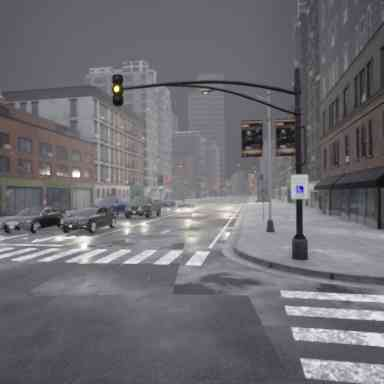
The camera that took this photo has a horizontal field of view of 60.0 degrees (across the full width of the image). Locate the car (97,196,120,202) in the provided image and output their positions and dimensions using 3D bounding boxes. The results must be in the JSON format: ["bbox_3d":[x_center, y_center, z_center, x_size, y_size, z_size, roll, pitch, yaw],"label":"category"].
[{"bbox_3d":[-7.650,1.426,31.956,2.150,2.045,5.566,-1,0,10],"label":"car"}]

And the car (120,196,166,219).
[{"bbox_3d":[-4.474,1.379,31.256,2.150,2.045,5.566,-1,0,10],"label":"car"}]

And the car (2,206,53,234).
[{"bbox_3d":[-9.669,1.676,20.856,2.128,1.511,4.902,-1,0,8],"label":"car"}]

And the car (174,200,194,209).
[{"bbox_3d":[-0.921,1.818,50.783,1.895,1.301,4.718,-1,0,11],"label":"car"}]

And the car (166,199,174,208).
[{"bbox_3d":[-3.819,1.813,52.961,2.033,1.411,5.357,-1,0,11],"label":"car"}]

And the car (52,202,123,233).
[{"bbox_3d":[-6.325,1.647,20.860,1.837,1.490,4.892,-1,0,10],"label":"car"}]
